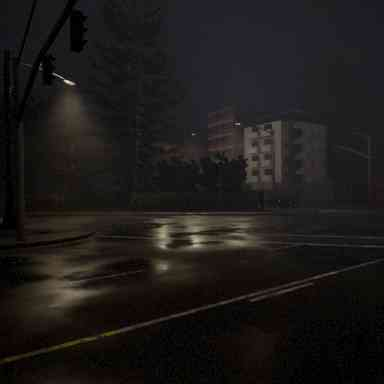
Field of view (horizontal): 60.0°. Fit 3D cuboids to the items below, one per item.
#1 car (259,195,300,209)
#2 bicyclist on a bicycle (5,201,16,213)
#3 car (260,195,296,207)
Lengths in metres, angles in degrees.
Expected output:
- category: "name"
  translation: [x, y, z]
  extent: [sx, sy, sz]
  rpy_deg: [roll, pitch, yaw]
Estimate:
- category: "car"
  translation: [9.981, 1.193, 38.051]
  extent: [1.895, 1.301, 4.718]
  rpy_deg: [-1, 1, -35]
- category: "bicyclist on a bicycle"
  translation: [-18.106, 1.346, 33.202]
  extent: [0.582, 1.620, 1.656]
  rpy_deg: [-1, 1, 9]
- category: "car"
  translation: [11.065, 1.091, 42.920]
  extent: [1.994, 1.385, 4.181]
  rpy_deg: [-1, 1, -35]
